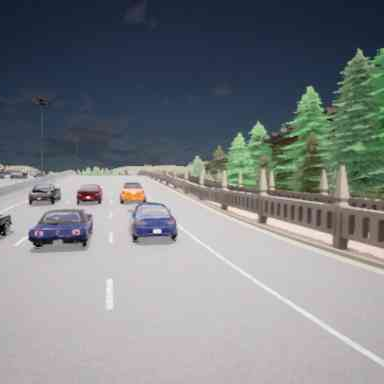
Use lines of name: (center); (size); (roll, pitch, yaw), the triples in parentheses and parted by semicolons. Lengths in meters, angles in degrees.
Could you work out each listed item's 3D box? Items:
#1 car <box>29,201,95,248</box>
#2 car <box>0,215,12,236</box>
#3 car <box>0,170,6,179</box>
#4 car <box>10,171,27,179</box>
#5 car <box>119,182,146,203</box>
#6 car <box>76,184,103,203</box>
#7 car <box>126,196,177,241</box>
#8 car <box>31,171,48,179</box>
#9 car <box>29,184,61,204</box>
car: (-5.131, 1.336, 13.632); (1.895, 1.301, 4.718); (0, 3, -13)
car: (-8.533, 1.352, 12.812); (1.895, 1.301, 4.718); (0, 3, -13)
car: (-33.681, -3.013, 57.264); (1.882, 1.535, 5.008); (0, 6, -13)
car: (-30.331, -2.965, 58.282); (1.994, 1.385, 4.181); (0, 5, -13)
car: (-5.273, -0.101, 29.154); (2.097, 1.767, 4.553); (0, 5, -13)
car: (-8.702, 0.031, 28.447); (1.882, 1.535, 5.008); (0, 6, -13)
car: (-1.858, 1.216, 15.013); (1.812, 1.442, 4.674); (0, 3, -13)
car: (-26.886, -2.978, 58.934); (2.033, 1.411, 5.357); (0, 5, -13)
car: (-12.066, 0.079, 27.460); (2.128, 1.511, 4.902); (0, 5, -13)
